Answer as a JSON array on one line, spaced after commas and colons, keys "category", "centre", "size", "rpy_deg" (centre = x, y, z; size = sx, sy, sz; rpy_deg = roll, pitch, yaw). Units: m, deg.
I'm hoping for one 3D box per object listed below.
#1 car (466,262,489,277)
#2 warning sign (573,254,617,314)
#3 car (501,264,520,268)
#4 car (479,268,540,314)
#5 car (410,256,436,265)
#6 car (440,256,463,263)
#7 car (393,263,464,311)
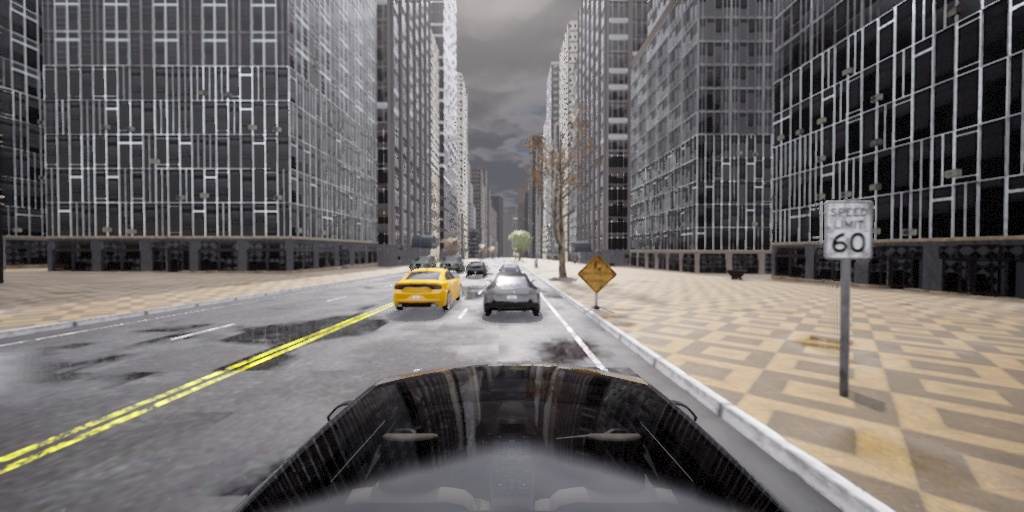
[{"category": "car", "centre": [-3.435, 1.281, 35.751], "size": [1.837, 1.490, 4.892], "rpy_deg": [0, 0, 0]}, {"category": "warning sign", "centre": [2.779, 0.871, 11.841], "size": [1.300, 1.860, 1.060], "rpy_deg": [0, 0, 0]}, {"category": "car", "centre": [-0.172, 1.373, 34.219], "size": [1.895, 1.301, 4.718], "rpy_deg": [0, 0, 0]}, {"category": "car", "centre": [-0.010, 1.322, 13.743], "size": [1.994, 1.385, 4.181], "rpy_deg": [0, 0, 0]}, {"category": "car", "centre": [-10.175, 1.004, 41.484], "size": [2.150, 2.045, 5.566], "rpy_deg": [0, 0, 0]}, {"category": "car", "centre": [-6.925, 1.003, 41.478], "size": [2.150, 2.045, 5.566], "rpy_deg": [0, 0, 0]}, {"category": "car", "centre": [-3.264, 1.237, 14.622], "size": [1.882, 1.535, 5.008], "rpy_deg": [0, 0, 0]}]
